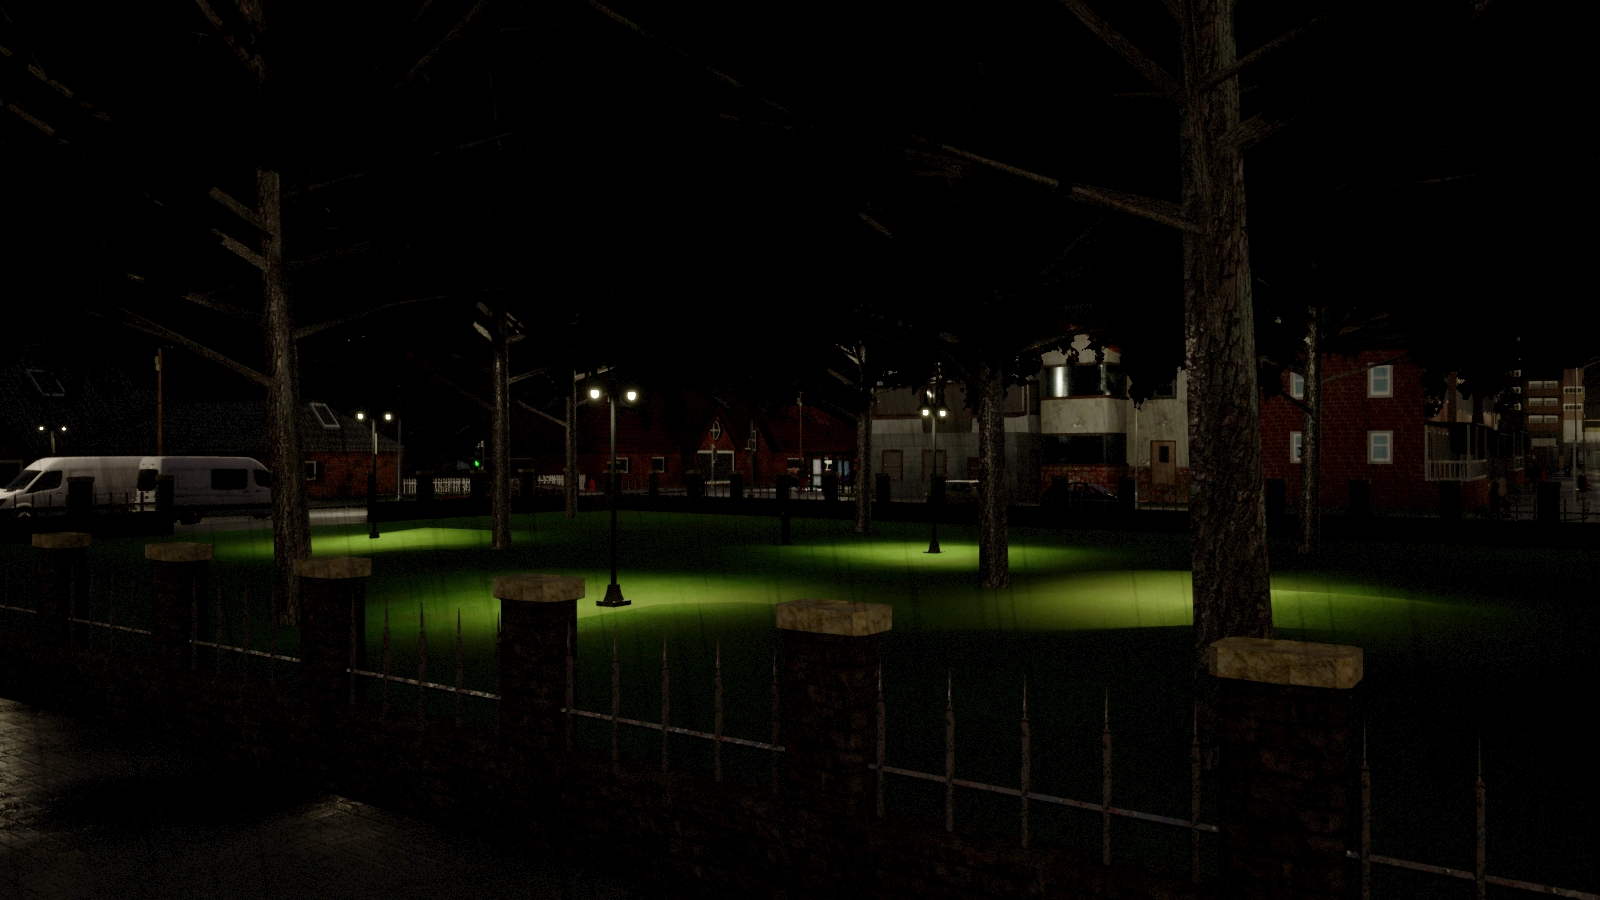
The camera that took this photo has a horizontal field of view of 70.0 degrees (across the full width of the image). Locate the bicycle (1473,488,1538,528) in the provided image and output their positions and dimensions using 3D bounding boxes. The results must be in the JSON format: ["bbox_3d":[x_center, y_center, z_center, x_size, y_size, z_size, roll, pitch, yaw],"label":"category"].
[{"bbox_3d":[23.609,1.940,38.250,1.835,1.271,0.329,0,0,35],"label":"bicycle"}]

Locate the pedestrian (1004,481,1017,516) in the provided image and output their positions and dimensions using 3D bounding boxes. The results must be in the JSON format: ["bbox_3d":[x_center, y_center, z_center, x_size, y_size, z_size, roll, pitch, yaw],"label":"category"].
[{"bbox_3d":[7.873,1.804,42.699,0.375,1.300,0.375,0,0,34],"label":"pedestrian"}]

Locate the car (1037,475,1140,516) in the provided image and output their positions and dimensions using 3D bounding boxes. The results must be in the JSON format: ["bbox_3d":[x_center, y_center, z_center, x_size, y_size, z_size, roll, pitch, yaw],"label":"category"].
[{"bbox_3d":[11.752,1.818,46.570,3.633,1.501,1.845,0,0,35],"label":"car"}]
